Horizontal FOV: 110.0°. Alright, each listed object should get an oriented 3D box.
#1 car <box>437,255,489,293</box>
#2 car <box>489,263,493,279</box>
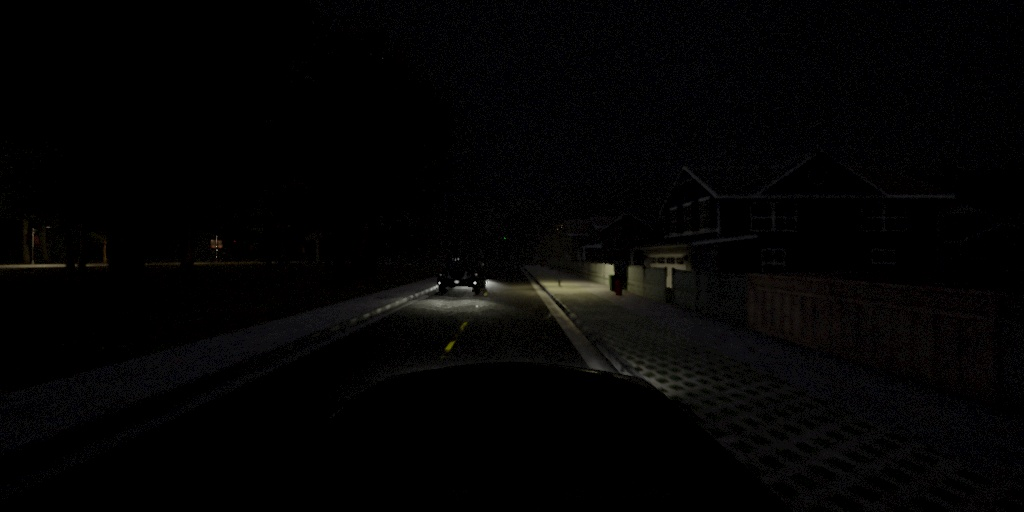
[{"bbox_3d":[-2.769,0.963,20.851,2.150,2.045,5.566,0,0,0],"label":"car"},{"bbox_3d":[-2.777,1.226,32.431,2.128,1.511,4.902,0,0,1],"label":"car"}]
